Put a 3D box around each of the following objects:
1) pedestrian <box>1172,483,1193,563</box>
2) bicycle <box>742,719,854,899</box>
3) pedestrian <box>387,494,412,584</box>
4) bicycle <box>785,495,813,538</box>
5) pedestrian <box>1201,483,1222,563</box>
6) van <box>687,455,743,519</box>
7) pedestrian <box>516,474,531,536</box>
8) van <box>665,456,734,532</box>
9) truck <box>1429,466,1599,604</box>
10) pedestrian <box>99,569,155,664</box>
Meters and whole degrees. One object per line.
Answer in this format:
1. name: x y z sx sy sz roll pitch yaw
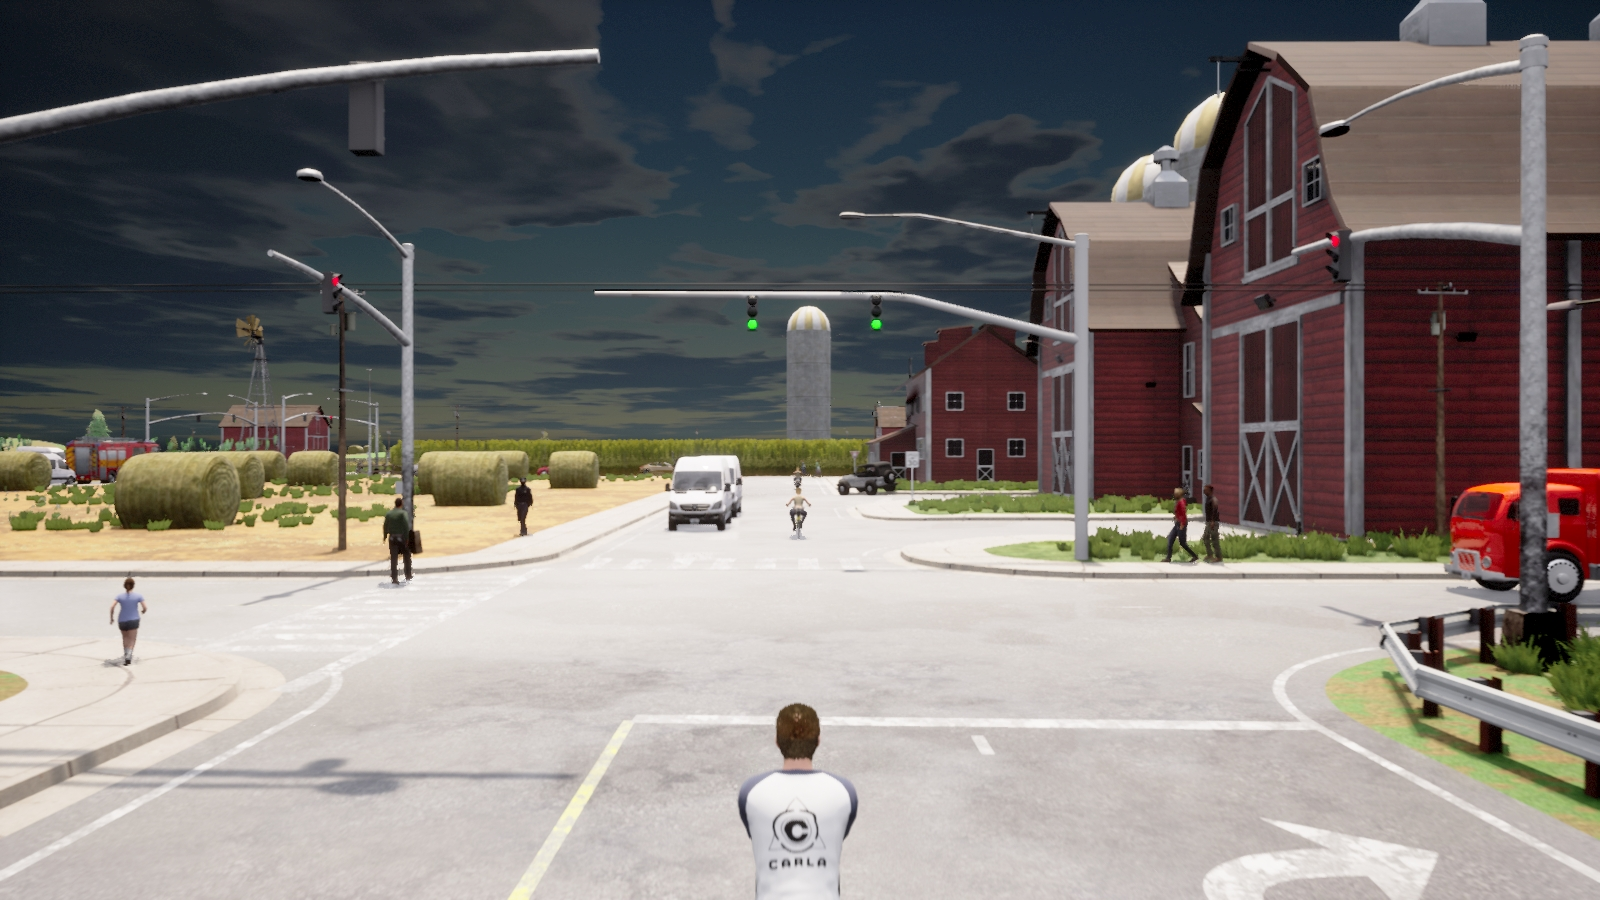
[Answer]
1. pedestrian: 8.941 1.696 26.696 0.375 1.860 0.375 0 0 3
2. bicycle: -0.009 2.029 4.629 0.373 1.496 1.643 0 0 0
3. pedestrian: -8.337 1.845 23.802 0.375 1.860 0.375 0 0 5
4. bicycle: -0.039 2.117 36.379 0.859 1.276 1.487 0 0 0
5. pedestrian: 9.625 1.696 26.725 0.375 1.860 0.375 0 0 3
6. van: -3.596 1.508 49.313 1.988 2.561 5.915 0 0 0
7. pedestrian: -8.444 1.670 34.897 0.375 1.860 0.375 0 0 0
8. van: -3.580 1.505 41.589 1.988 2.561 5.915 0 0 0
9. truck: 15.506 1.568 22.119 5.204 2.467 2.627 0 0 1
10. pedestrian: -8.422 2.067 14.315 0.500 1.100 0.500 0 0 -17
